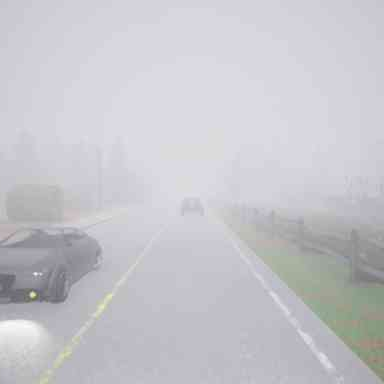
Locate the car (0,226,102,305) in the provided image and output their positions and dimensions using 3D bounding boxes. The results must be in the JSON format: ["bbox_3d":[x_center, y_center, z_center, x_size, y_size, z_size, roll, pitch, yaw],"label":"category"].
[{"bbox_3d":[-3.589,1.534,7.990,1.994,1.385,4.181,0,0,0],"label":"car"}]

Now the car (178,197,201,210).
[{"bbox_3d":[-0.416,1.392,42.853,2.033,1.411,5.357,0,0,-12],"label":"car"}]

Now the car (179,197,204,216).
[{"bbox_3d":[0.024,1.237,31.085,2.097,1.767,4.553,0,0,0],"label":"car"}]
